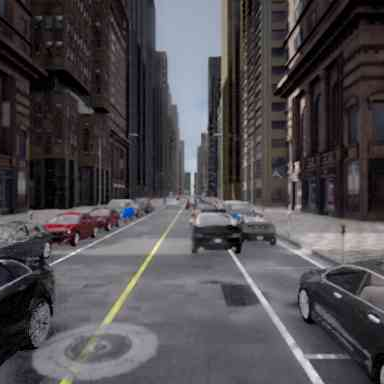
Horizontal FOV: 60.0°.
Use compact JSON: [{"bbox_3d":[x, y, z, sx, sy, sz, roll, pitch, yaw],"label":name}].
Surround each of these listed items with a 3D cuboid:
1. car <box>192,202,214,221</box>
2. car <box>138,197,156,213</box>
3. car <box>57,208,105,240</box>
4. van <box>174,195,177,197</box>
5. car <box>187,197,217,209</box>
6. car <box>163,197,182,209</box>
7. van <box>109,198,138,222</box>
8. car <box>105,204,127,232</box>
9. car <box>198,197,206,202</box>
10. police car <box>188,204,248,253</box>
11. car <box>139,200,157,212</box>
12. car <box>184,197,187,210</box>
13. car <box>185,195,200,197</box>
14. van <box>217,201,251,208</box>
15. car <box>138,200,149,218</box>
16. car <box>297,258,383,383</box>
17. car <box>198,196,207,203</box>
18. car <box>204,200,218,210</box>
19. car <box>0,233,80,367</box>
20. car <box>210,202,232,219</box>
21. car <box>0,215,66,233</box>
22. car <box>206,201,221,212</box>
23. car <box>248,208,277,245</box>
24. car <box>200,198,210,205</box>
[{"bbox_3d":[0.908,1.694,30.087,1.837,1.490,4.892,0,0,0],"label":"car"},{"bbox_3d":[-5.753,1.555,38.185,2.192,1.841,5.009,0,0,0],"label":"car"},{"bbox_3d":[-5.758,1.643,15.710,1.887,1.381,4.507,0,0,0],"label":"car"},{"bbox_3d":[-5.742,1.921,88.749,1.690,1.788,3.998,0,0,0],"label":"van"},{"bbox_3d":[0.906,1.501,24.058,2.097,1.767,4.553,0,0,0],"label":"car"},{"bbox_3d":[-2.991,1.849,51.032,1.812,1.442,4.674,0,-1,0],"label":"car"},{"bbox_3d":[-5.755,1.510,26.948,1.690,1.788,3.998,0,0,0],"label":"van"},{"bbox_3d":[-5.757,1.678,21.328,1.887,1.381,4.507,0,0,0],"label":"car"},{"bbox_3d":[2.784,2.184,94.380,1.947,1.339,4.313,0,0,0],"label":"car"},{"bbox_3d":[0.904,1.513,14.197,1.930,1.638,5.238,0,0,0],"label":"police car"},{"bbox_3d":[-5.752,1.800,43.632,1.752,1.417,4.829,0,0,0],"label":"car"},{"bbox_3d":[0.015,1.833,48.952,1.812,1.442,4.674,0,0,0],"label":"car"},{"bbox_3d":[0.015,1.891,64.506,1.882,1.535,5.008,0,0,0],"label":"car"},{"bbox_3d":[2.768,1.473,21.339,1.690,1.788,3.998,0,0,0],"label":"van"},{"bbox_3d":[-5.754,1.755,32.565,2.008,1.369,4.403,0,0,0],"label":"car"},{"bbox_3d":[2.765,1.578,4.482,2.008,1.369,4.403,0,0,0],"label":"car"},{"bbox_3d":[2.783,1.894,88.763,2.192,1.841,5.009,0,0,0],"label":"car"},{"bbox_3d":[2.774,1.892,49.431,1.802,1.307,4.206,0,0,0],"label":"car"},{"bbox_3d":[-3.099,1.513,3.447,2.128,1.511,4.902,0,0,0],"label":"car"},{"bbox_3d":[2.771,1.730,32.745,1.752,1.417,4.829,0,0,0],"label":"car"},{"bbox_3d":[-5.759,1.614,10.098,2.008,1.369,4.403,0,0,0],"label":"car"},{"bbox_3d":[2.773,1.857,43.813,1.802,1.307,4.206,0,0,0],"label":"car"},{"bbox_3d":[2.767,1.648,15.719,2.008,1.369,4.403,0,0,0],"label":"car"},{"bbox_3d":[2.779,2.008,71.906,1.887,1.381,4.507,0,0,0],"label":"car"}]
